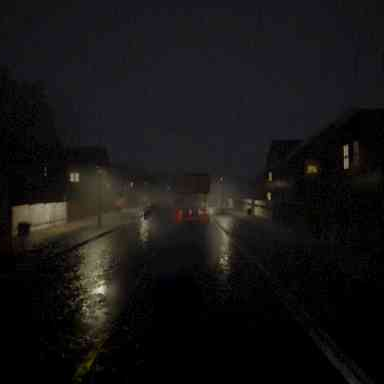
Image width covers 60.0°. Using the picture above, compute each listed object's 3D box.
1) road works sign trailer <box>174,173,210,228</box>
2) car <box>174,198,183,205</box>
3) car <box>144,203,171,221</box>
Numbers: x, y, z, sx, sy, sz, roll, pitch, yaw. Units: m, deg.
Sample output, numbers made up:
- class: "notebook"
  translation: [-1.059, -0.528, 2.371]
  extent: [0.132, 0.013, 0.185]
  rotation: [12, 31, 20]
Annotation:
- class: "road works sign trailer"
  translation: [-0.002, 0.499, 22.240]
  extent: [2.380, 3.560, 2.880]
  rotation: [0, 0, 1]
- class: "car"
  translation: [-2.747, 1.866, 68.915]
  extent: [2.033, 1.411, 5.357]
  rotation: [0, -1, 0]
- class: "car"
  translation: [-2.846, 1.620, 28.034]
  extent: [1.994, 1.385, 4.181]
  rotation: [0, 0, 0]
